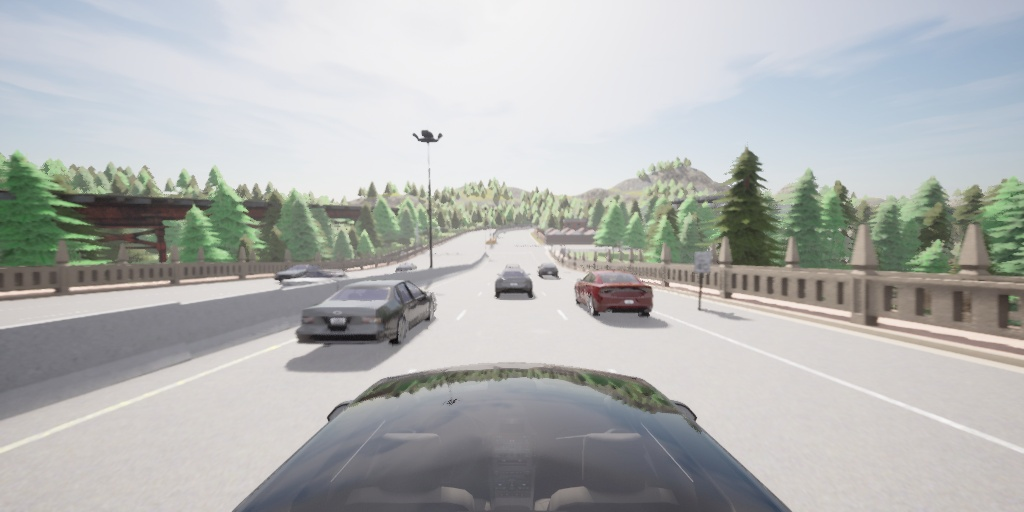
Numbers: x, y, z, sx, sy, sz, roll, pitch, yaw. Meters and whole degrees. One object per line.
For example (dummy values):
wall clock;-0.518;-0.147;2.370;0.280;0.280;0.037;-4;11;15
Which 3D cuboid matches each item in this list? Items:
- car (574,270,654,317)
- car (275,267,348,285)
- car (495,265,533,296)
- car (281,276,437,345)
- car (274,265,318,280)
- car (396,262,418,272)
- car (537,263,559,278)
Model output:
car;3.598;1.275;13.486;1.882;1.535;5.008;0;0;0
car;-10.564;1.430;19.979;1.895;1.301;4.718;0;0;0
car;0.097;1.392;19.843;1.994;1.385;4.181;0;0;0
car;-3.401;1.324;9.511;2.033;1.411;5.357;0;0;0
car;-17.521;1.426;30.259;2.033;1.411;5.357;0;0;0
car;-14.004;1.539;48.034;1.994;1.385;4.181;0;0;0
car;3.595;1.433;36.291;1.812;1.442;4.674;0;0;0
